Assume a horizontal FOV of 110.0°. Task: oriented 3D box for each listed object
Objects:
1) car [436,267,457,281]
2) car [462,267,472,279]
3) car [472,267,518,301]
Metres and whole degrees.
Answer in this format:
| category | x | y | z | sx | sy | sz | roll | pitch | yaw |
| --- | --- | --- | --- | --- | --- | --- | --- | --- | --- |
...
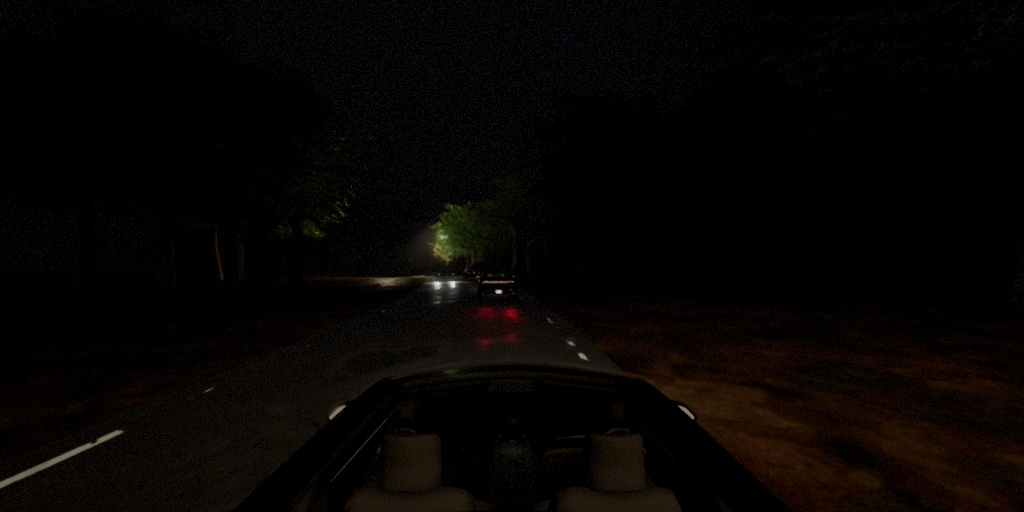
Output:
| category | x | y | z | sx | sy | sz | roll | pitch | yaw |
| --- | --- | --- | --- | --- | --- | --- | --- | --- | --- |
| car | -6.856 | 1.843 | 37.206 | 1.812 | 1.442 | 4.674 | 1 | -2 | -11 |
| car | -4.818 | 1.995 | 42.324 | 2.033 | 1.411 | 5.357 | 0 | -2 | -14 |
| car | -0.825 | 1.406 | 18.342 | 2.128 | 1.511 | 4.902 | 0 | -1 | -5 |
